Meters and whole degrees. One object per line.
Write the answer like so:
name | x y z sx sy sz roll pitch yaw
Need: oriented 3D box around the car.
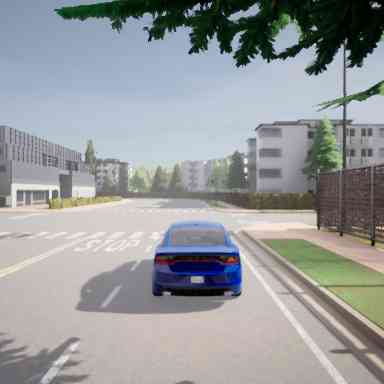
car | 0.116 1.475 8.651 1.882 1.535 5.008 0 0 0
